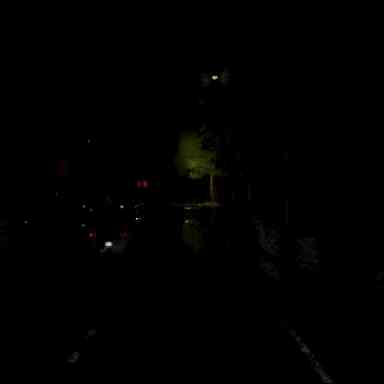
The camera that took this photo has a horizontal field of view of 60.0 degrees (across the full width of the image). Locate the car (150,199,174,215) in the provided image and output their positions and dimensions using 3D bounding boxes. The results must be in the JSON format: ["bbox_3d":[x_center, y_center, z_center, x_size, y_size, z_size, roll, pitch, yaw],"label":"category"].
[{"bbox_3d":[-3.113,1.769,37.521,2.033,1.411,5.357,0,0,0],"label":"car"}]

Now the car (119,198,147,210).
[{"bbox_3d":[-6.556,1.567,36.634,2.097,1.767,4.553,0,0,0],"label":"car"}]

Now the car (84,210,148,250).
[{"bbox_3d":[-3.135,1.680,14.757,1.895,1.301,4.718,0,0,0],"label":"car"}]

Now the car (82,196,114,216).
[{"bbox_3d":[-9.812,1.426,35.190,2.150,2.045,5.566,0,0,0],"label":"car"}]

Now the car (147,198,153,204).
[{"bbox_3d":[-9.674,2.018,75.836,2.033,1.411,5.357,0,-1,0],"label":"car"}]
